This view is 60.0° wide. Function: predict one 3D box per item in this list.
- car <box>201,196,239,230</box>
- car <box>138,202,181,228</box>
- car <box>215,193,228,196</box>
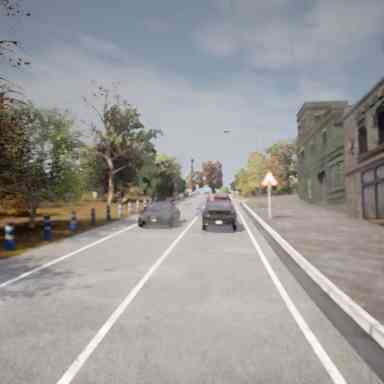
[{"bbox_3d":[1.578,1.222,19.081,1.837,1.490,4.892,0,1,5],"label":"car"},{"bbox_3d":[-1.839,1.281,19.657,1.994,1.385,4.181,0,1,6],"label":"car"},{"bbox_3d":[3.315,0.815,37.271,1.882,1.535,5.008,0,1,5],"label":"car"}]
